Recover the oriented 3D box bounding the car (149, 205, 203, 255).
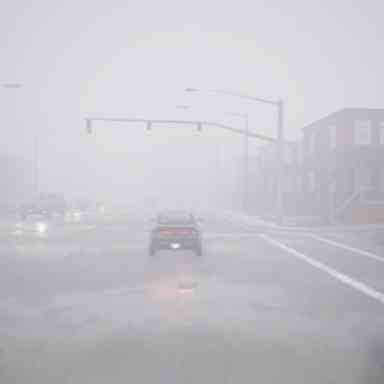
[{"bbox_3d":[-0.643,1.471,13.142,1.837,1.490,4.892,1,0,-3],"label":"car"}]

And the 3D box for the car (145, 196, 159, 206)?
[{"bbox_3d":[-5.946,1.316,49.633,1.882,1.535,5.008,1,0,-3],"label":"car"}]

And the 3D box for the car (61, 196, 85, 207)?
[{"bbox_3d":[-16.434,1.275,46.113,1.812,1.442,4.674,1,0,-2],"label":"car"}]

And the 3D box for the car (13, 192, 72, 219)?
[{"bbox_3d":[-12.050,1.052,27.359,2.150,2.045,5.566,1,0,-3],"label":"car"}]

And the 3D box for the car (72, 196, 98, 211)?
[{"bbox_3d":[-12.538,1.296,37.314,2.128,1.511,4.902,1,0,-3],"label":"car"}]

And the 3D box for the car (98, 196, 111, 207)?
[{"bbox_3d":[-13.009,1.255,47.832,1.882,1.535,5.008,1,0,-2],"label":"car"}]

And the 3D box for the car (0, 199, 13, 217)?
[{"bbox_3d":[-15.508,1.326,26.492,1.812,1.442,4.674,1,0,-3],"label":"car"}]

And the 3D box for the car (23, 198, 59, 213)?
[{"bbox_3d":[-15.944,1.339,35.336,1.994,1.385,4.181,1,0,-3],"label":"car"}]
